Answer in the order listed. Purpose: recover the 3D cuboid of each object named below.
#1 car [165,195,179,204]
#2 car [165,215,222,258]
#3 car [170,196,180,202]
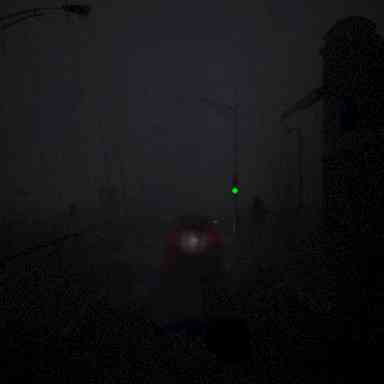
[{"bbox_3d":[-4.012,1.392,63.554,2.097,1.767,4.553,0,0,0],"label":"car"},{"bbox_3d":[0.064,1.572,12.754,1.994,1.385,4.181,0,0,0],"label":"car"},{"bbox_3d":[-3.987,1.589,79.080,2.033,1.411,5.357,0,0,0],"label":"car"}]
